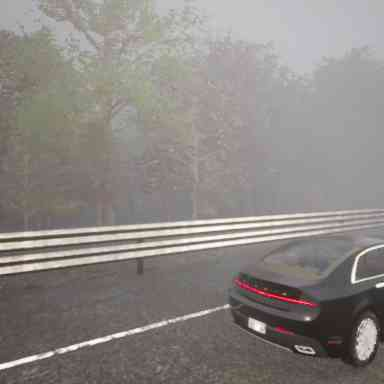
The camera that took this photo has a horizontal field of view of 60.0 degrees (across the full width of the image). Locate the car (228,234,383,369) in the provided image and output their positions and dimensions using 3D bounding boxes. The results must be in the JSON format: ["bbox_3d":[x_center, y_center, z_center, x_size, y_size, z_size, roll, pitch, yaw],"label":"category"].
[{"bbox_3d":[2.816,1.499,5.772,4.892,1.490,1.837,0,0,-36],"label":"car"}]
